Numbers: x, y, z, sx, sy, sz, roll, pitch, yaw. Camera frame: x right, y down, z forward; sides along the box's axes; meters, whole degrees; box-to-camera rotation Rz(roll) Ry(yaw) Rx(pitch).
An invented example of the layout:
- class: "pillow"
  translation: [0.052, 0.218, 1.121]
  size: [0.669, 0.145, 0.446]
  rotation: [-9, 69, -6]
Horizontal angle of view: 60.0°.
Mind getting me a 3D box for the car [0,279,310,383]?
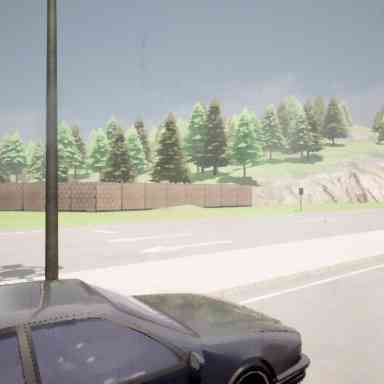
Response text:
- class: "car"
  translation: [-1.336, 1.547, 2.799]
  size: [5.357, 1.411, 2.033]
  rotation: [0, 0, -35]
